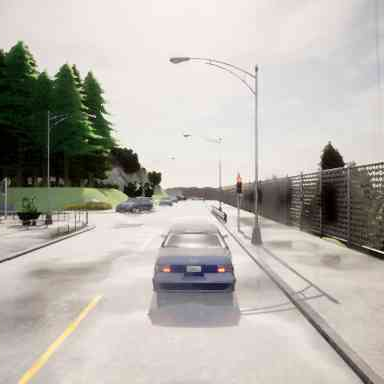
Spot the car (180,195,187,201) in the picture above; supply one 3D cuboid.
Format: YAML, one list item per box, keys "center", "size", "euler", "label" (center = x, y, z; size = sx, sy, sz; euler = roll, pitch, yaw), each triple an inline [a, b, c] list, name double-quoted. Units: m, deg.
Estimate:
- center: [-3.668, 1.540, 86.841]
  size: [5.357, 1.411, 2.033]
  euler: [0, 0, 40]
  label: "car"

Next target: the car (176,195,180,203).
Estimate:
- center: [-3.909, 1.525, 67.758]
  size: [1.812, 1.442, 4.674]
  euler: [0, 0, 1]
  label: "car"

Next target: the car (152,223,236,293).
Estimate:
- center: [0.061, 1.547, 9.001]
  size: [2.033, 1.411, 5.357]
  euler: [0, 0, 1]
  label: "car"

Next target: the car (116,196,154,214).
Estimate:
- center: [-5.930, 1.351, 35.007]
  size: [2.097, 1.767, 4.553]
  euler: [0, 0, 27]
  label: "car"

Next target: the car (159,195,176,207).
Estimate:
- center: [-4.010, 1.504, 52.549]
  size: [1.837, 1.490, 4.892]
  euler: [0, 0, 0]
  label: "car"
